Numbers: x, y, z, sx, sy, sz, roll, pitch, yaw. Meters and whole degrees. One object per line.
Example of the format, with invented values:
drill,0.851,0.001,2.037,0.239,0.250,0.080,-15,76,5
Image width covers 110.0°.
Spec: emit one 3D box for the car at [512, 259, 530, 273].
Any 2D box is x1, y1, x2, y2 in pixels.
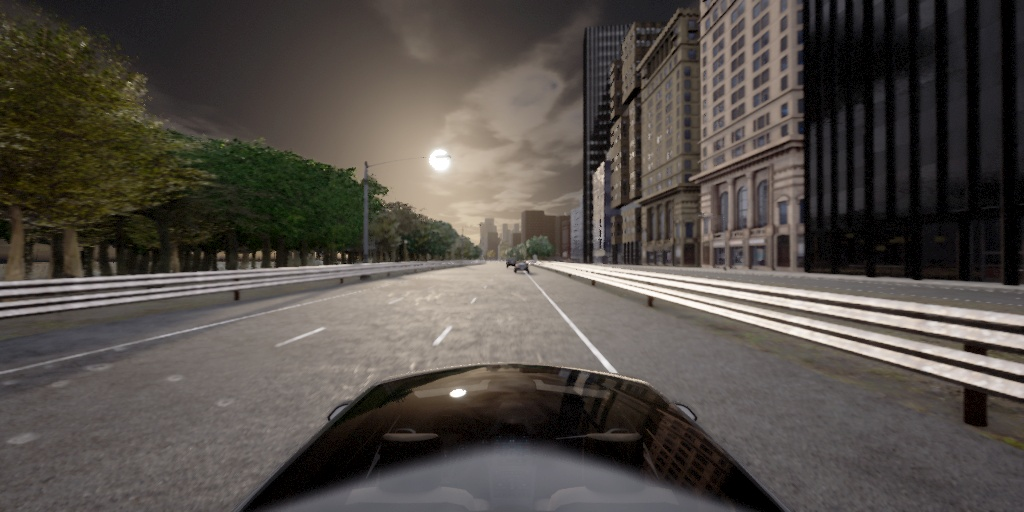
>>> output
car,1.234,1.400,45.859,1.812,1.442,4.674,0,0,0
